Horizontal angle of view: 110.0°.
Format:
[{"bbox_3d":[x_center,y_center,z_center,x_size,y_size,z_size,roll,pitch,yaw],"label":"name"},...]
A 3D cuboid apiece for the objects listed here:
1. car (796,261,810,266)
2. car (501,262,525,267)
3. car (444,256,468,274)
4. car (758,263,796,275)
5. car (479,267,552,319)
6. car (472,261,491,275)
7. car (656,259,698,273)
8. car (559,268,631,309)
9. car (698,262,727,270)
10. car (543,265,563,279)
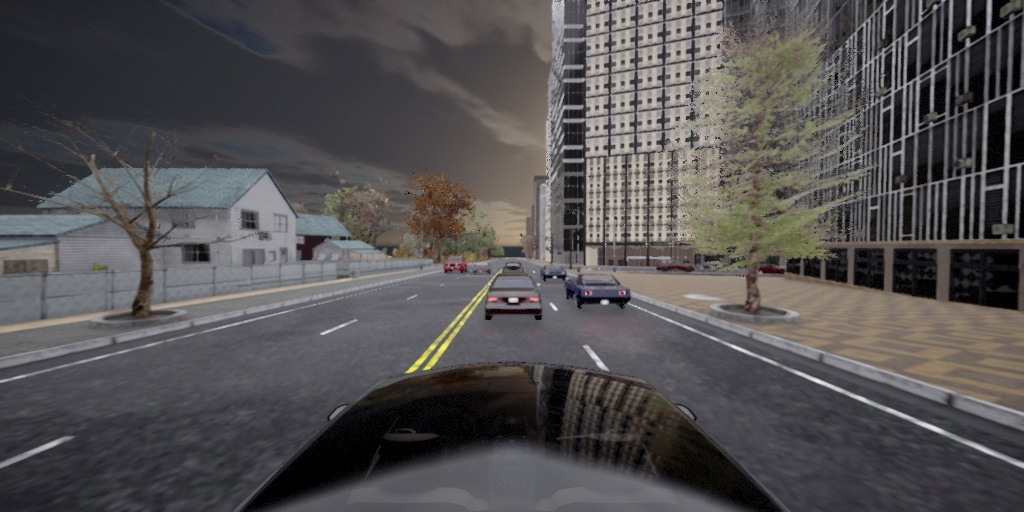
[{"bbox_3d":[39.052,1.563,44.979,5.009,1.841,2.192,0,0,20],"label":"car"},{"bbox_3d":[0.116,1.270,31.106,1.837,1.490,4.892,0,0,0],"label":"car"},{"bbox_3d":[-6.497,1.002,42.035,2.150,2.045,5.566,0,0,1],"label":"car"},{"bbox_3d":[33.732,1.751,46.937,4.507,1.381,1.888,0,0,20],"label":"car"},{"bbox_3d":[0.062,1.300,12.713,2.033,1.411,5.357,0,0,1],"label":"car"},{"bbox_3d":[-3.264,1.300,39.516,1.812,1.442,4.674,0,0,0],"label":"car"},{"bbox_3d":[23.093,1.435,50.853,5.009,1.841,2.192,0,0,20],"label":"car"},{"bbox_3d":[3.334,1.354,15.001,1.895,1.301,4.718,0,0,1],"label":"car"},{"bbox_3d":[31.135,1.516,56.288,4.403,1.370,2.007,0,0,20],"label":"car"},{"bbox_3d":[3.358,1.364,30.040,1.895,1.301,4.718,0,0,1],"label":"car"}]
